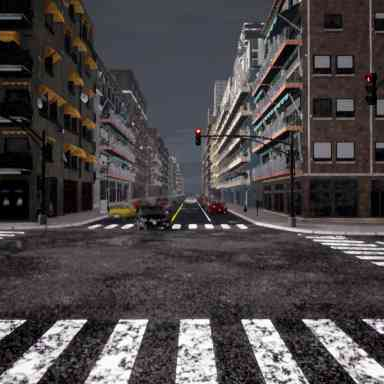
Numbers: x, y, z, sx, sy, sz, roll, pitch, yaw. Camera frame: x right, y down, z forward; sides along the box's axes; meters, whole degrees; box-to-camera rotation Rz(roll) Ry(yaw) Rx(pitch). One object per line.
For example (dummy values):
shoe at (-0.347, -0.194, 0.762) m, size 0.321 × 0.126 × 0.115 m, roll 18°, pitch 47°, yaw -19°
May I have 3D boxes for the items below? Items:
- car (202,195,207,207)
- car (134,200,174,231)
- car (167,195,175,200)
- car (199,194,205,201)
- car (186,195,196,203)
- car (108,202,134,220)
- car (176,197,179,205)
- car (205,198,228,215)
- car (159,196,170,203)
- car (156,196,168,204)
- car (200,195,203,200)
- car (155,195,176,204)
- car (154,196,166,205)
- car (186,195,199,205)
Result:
car at (2.567, 1.450, 39.103) m, size 1.967 × 1.590 × 4.097 m, roll 1°, pitch 0°, yaw 0°
car at (-2.553, 1.510, 21.087) m, size 1.837 × 1.490 × 4.892 m, roll -1°, pitch 0°, yaw -11°
car at (-6.001, 1.587, 94.323) m, size 2.008 × 1.369 × 4.403 m, roll 1°, pitch 0°, yaw 0°
car at (2.724, 1.380, 81.893) m, size 2.097 × 1.767 × 4.553 m, roll 0°, pitch 0°, yaw 0°
car at (-0.235, 1.478, 69.837) m, size 2.128 × 1.511 × 4.902 m, roll 0°, pitch 0°, yaw 0°
car at (-5.776, 1.532, 27.872) m, size 1.752 × 1.417 × 4.829 m, roll 1°, pitch 0°, yaw 0°
car at (-3.252, 1.564, 57.950) m, size 2.033 × 1.411 × 5.357 m, roll 0°, pitch 0°, yaw 0°
car at (2.585, 1.553, 33.579) m, size 1.887 × 1.381 × 4.507 m, roll 1°, pitch 0°, yaw 0°
car at (-5.927, 1.568, 72.230) m, size 1.887 × 1.381 × 4.507 m, roll 1°, pitch 0°, yaw 0°
car at (-5.908, 1.571, 66.706) m, size 2.008 × 1.369 × 4.403 m, roll 1°, pitch 0°, yaw 0°
car at (2.528, 1.596, 50.150) m, size 1.802 × 1.307 × 4.206 m, roll 1°, pitch 0°, yaw 0°
car at (-3.224, 1.360, 36.541) m, size 2.097 × 1.767 × 4.553 m, roll 0°, pitch 0°, yaw 0°
car at (-5.889, 1.543, 61.013) m, size 1.752 × 1.417 × 4.829 m, roll 1°, pitch 0°, yaw 0°
car at (-0.201, 1.618, 59.861) m, size 1.895 × 1.301 × 4.718 m, roll 0°, pitch 0°, yaw 0°
